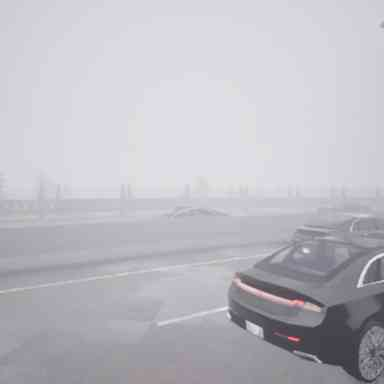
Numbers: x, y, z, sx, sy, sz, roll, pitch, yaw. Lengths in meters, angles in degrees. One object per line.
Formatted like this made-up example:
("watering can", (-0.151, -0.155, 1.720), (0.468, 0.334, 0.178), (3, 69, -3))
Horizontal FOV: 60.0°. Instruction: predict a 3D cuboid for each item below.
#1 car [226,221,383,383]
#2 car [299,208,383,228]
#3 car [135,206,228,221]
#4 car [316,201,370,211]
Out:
("car", (2.833, 1.471, 5.368), (4.902, 1.511, 2.128), (0, 0, -32))
("car", (5.461, 1.465, 10.912), (4.892, 1.490, 1.837), (0, 0, -29))
("car", (-0.450, 1.419, 15.822), (4.902, 1.511, 2.128), (0, 0, -30))
("car", (13.598, 1.490, 30.022), (4.718, 1.301, 1.895), (0, 0, -19))
